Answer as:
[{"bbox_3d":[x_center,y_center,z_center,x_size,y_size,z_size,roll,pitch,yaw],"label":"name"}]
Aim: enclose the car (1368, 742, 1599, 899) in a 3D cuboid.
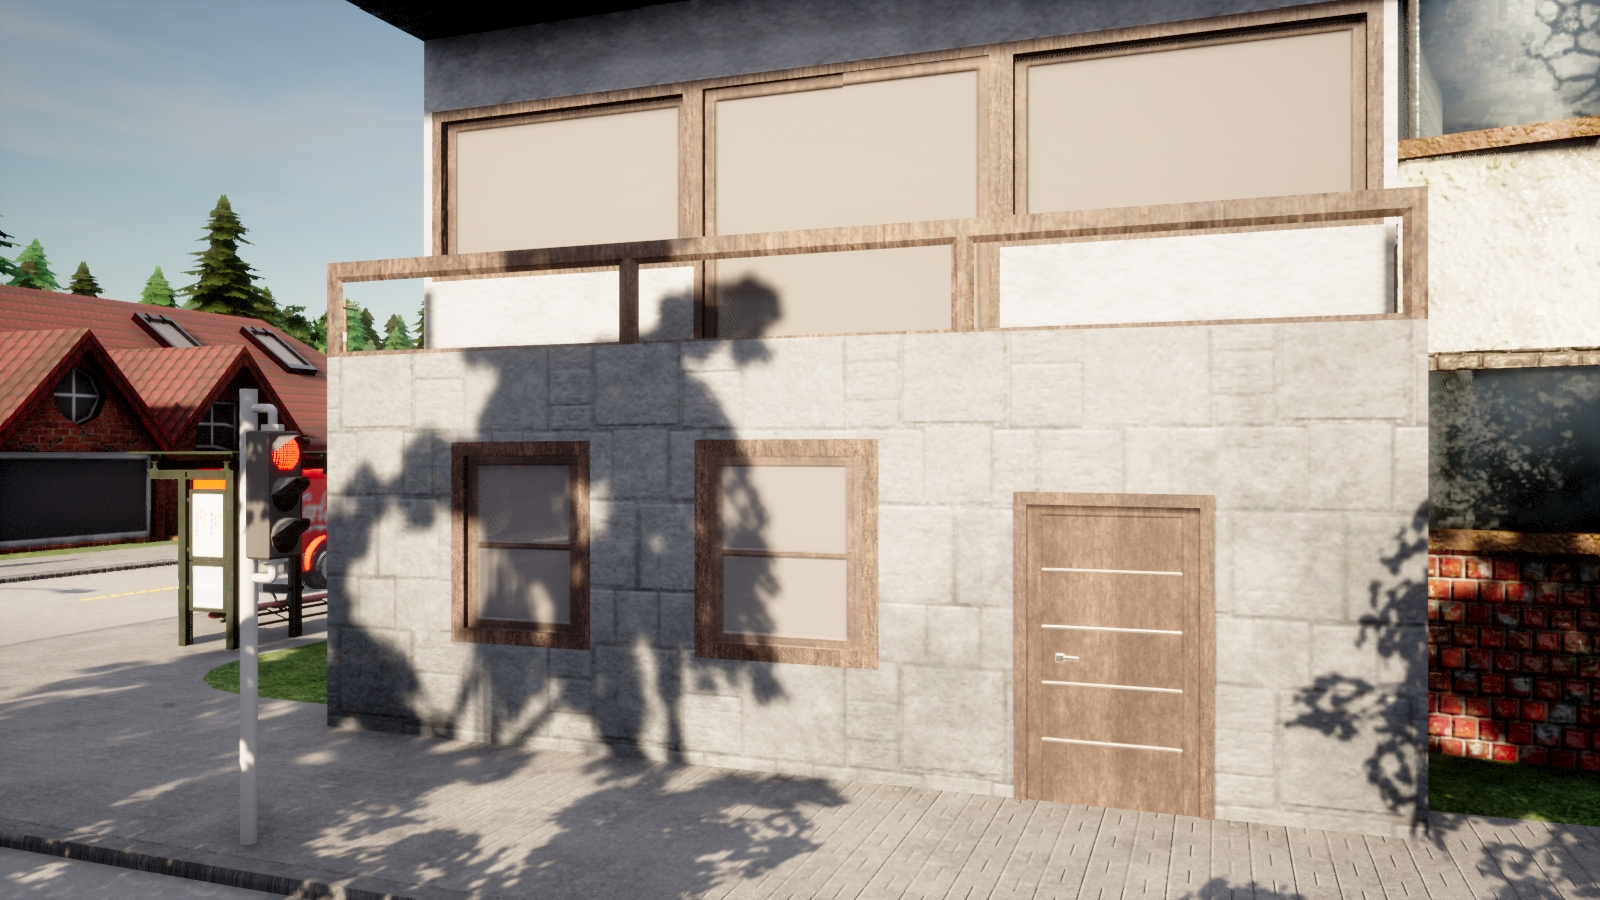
[{"bbox_3d":[3.429,1.806,2.544,3.705,1.549,1.789,0,0,20],"label":"car"}]
